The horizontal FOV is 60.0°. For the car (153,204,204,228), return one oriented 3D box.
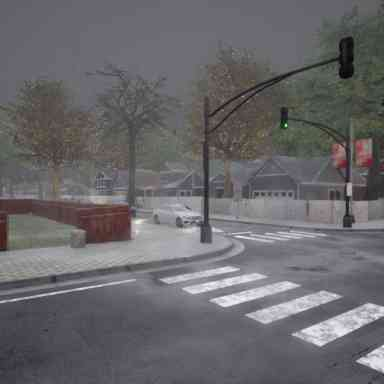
[{"bbox_3d":[-1.022,1.546,22.634,1.812,1.442,4.674,0,0,-36],"label":"car"}]

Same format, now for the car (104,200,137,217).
[{"bbox_3d":[-6.861,1.512,30.802,1.882,1.535,5.008,0,0,-36],"label":"car"}]

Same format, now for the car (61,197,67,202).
[{"bbox_3d":[-22.394,1.598,57.395,2.128,1.511,4.902,0,0,-36],"label":"car"}]

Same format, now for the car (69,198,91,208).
[{"bbox_3d":[-16.733,1.652,49.588,1.994,1.385,4.181,0,0,-35],"label":"car"}]

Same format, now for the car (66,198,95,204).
[{"bbox_3d":[-12.849,1.528,39.182,1.882,1.535,5.008,0,0,-35],"label":"car"}]
